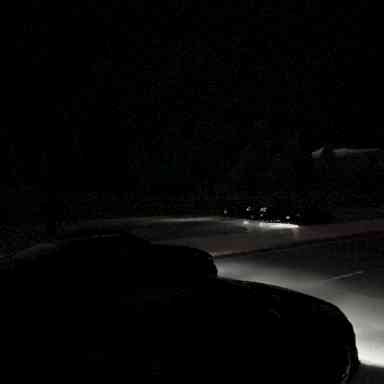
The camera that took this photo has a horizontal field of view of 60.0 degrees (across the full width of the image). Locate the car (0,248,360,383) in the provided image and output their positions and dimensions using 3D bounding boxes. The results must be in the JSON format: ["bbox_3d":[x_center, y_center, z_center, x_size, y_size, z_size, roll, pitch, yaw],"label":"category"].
[{"bbox_3d":[-0.019,1.560,3.641,4.181,1.385,1.994,0,0,-36],"label":"car"}]

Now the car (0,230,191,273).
[{"bbox_3d":[-1.604,1.517,6.826,4.674,1.442,1.812,0,0,-36],"label":"car"}]

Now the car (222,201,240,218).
[{"bbox_3d":[4.896,1.465,30.018,4.902,1.511,2.128,0,0,-35],"label":"car"}]

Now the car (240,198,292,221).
[{"bbox_3d":[6.487,1.330,26.858,4.553,1.767,2.097,0,0,-35],"label":"car"}]

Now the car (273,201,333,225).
[{"bbox_3d":[8.157,1.547,23.758,4.181,1.385,1.994,0,0,-35],"label":"car"}]
